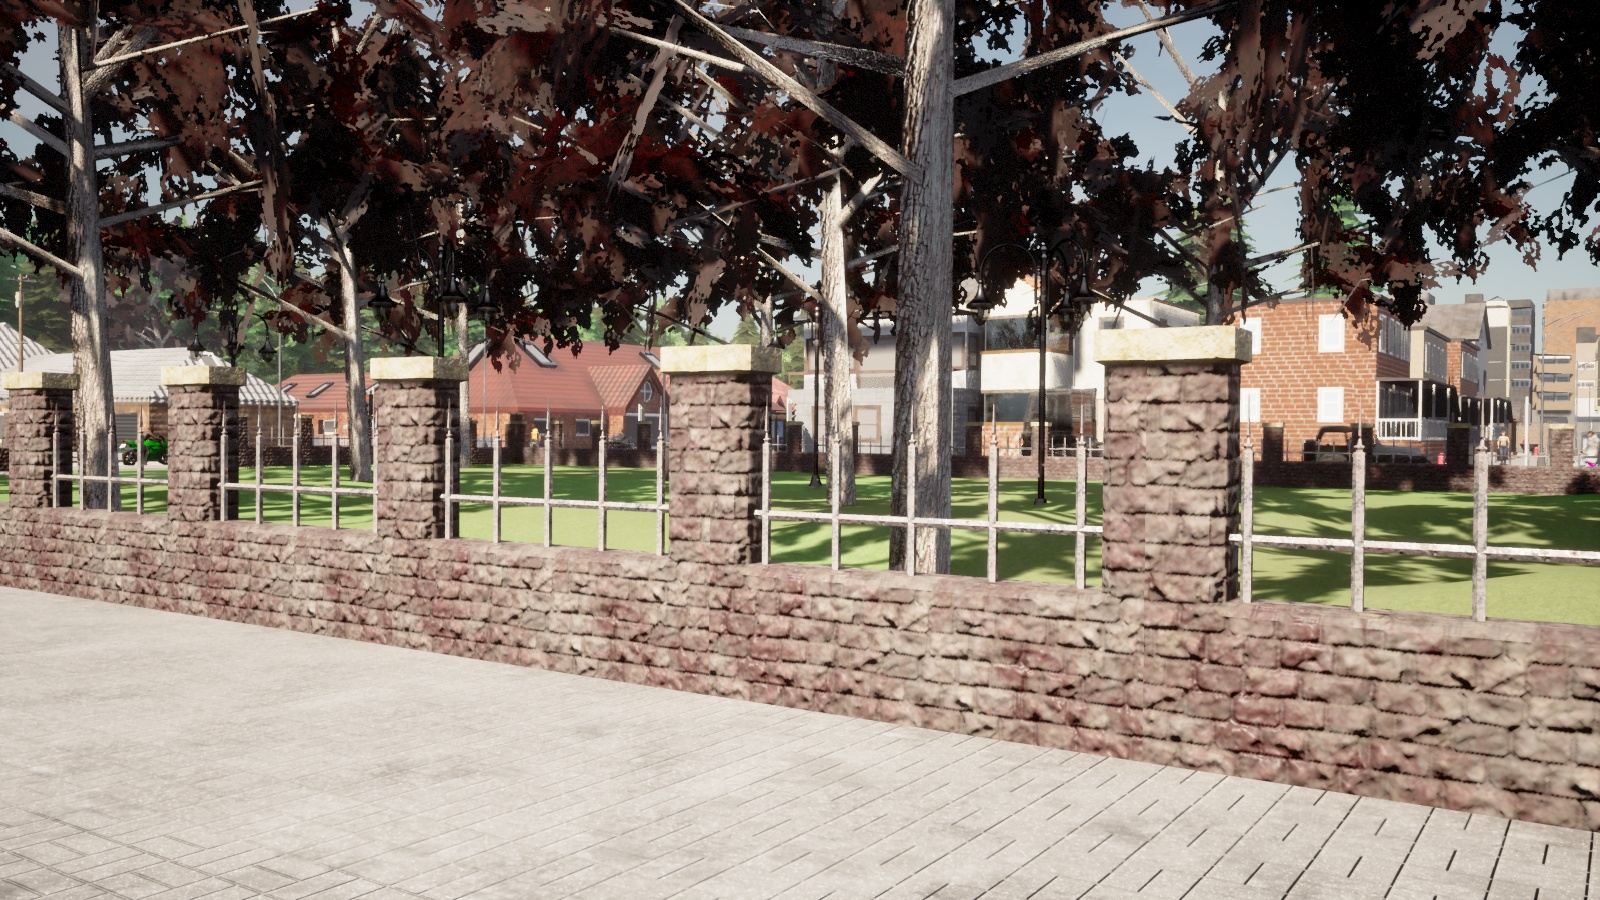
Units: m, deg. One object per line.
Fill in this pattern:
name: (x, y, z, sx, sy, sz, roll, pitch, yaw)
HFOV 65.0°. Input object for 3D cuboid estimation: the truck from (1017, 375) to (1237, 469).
truck: (12.933, -1.051, 49.971, 7.936, 3.462, 2.891, 0, 1, 32)

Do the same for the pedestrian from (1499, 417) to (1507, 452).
pedestrian: (37.019, -0.797, 66.120, 0.345, 1.836, 0.594, 0, 1, 33)

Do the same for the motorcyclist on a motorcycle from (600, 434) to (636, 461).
motorcyclist on a motorcycle: (-10.849, -0.159, 74.947, 0.866, 1.530, 2.191, 0, 1, 34)

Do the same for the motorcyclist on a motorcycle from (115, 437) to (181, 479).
motorcyclist on a motorcycle: (-24.477, 0.291, 47.157, 0.797, 1.523, 2.044, 0, 1, 32)

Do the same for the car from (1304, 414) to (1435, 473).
car: (18.915, -0.215, 41.831, 3.866, 1.878, 1.905, 0, 1, 24)

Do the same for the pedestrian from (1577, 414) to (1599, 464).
pedestrian: (30.822, -0.425, 48.836, 0.873, 1.952, 0.659, 0, 1, 10)
